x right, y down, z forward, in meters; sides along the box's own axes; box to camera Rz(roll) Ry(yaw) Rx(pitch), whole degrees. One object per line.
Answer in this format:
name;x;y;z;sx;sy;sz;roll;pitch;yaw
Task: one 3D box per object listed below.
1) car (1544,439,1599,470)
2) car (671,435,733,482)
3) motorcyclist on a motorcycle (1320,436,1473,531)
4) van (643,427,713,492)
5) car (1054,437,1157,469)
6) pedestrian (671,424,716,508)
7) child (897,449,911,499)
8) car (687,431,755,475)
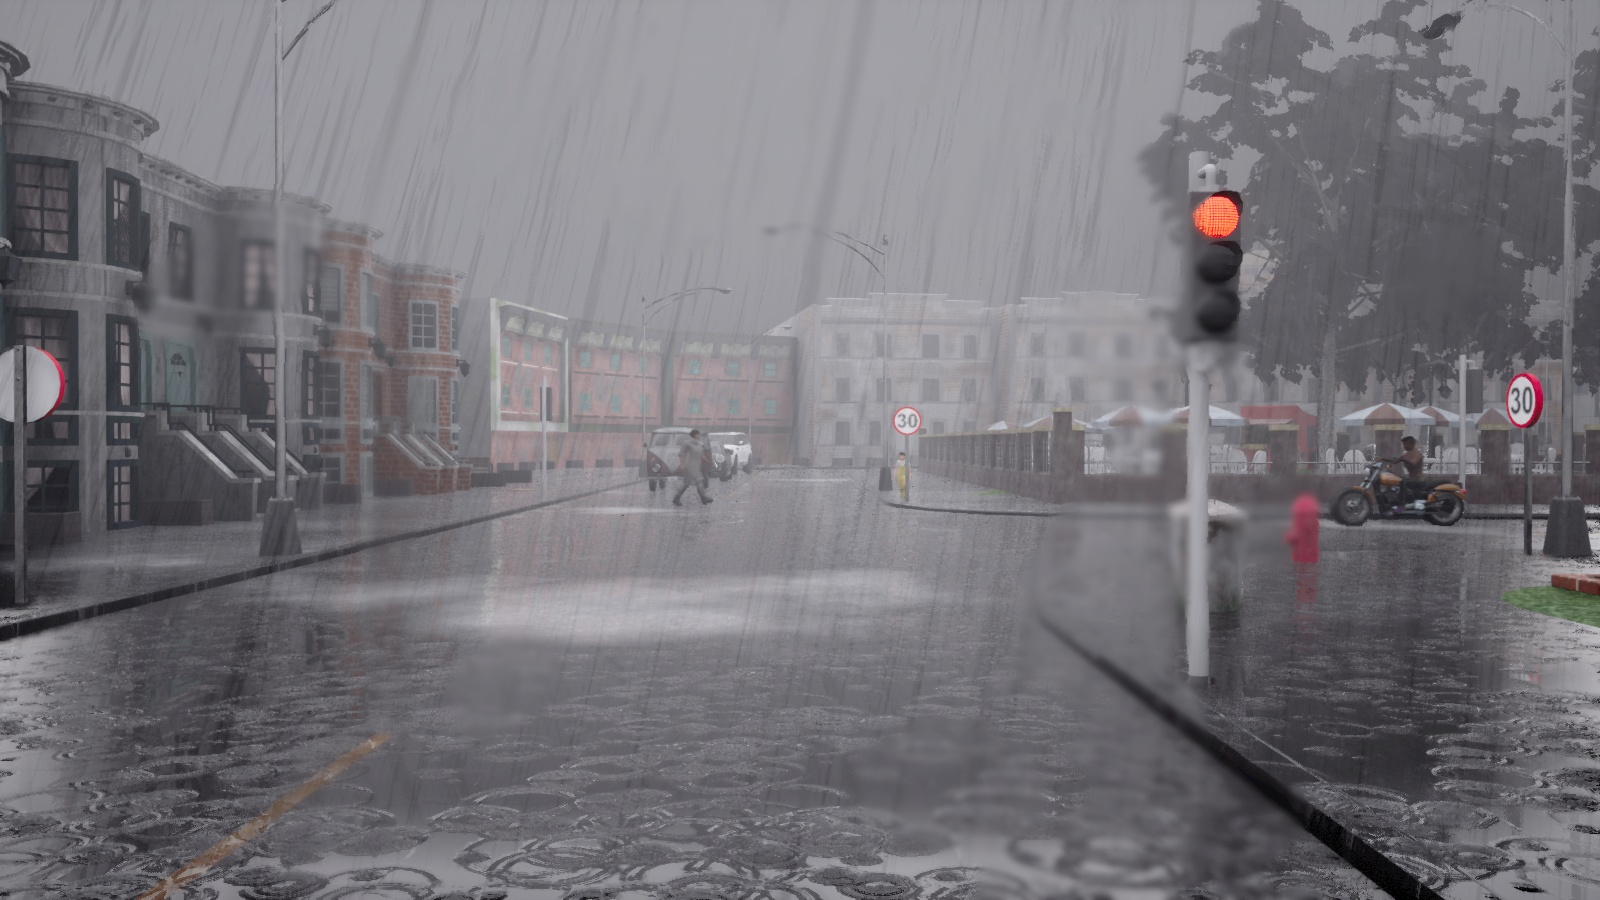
car;45.235;0.238;71.493;4.553;1.767;2.097;0;0;0
car;-3.842;0.321;49.766;2.097;1.767;4.553;0;0;0
motorcyclist on a motorcycle;10.570;0.580;22.318;2.350;1.649;0.766;0;0;0
van;-3.858;0.268;40.407;1.775;1.987;4.442;0;0;0
car;16.370;0.157;67.565;5.027;1.651;2.152;0;0;1
pedestrian;-2.506;0.371;29.665;0.873;1.952;0.659;0;0;18
child;2.615;0.602;31.572;0.270;1.263;0.437;0;0;17
car;-3.771;0.119;60.796;2.150;2.045;5.566;0;0;9
